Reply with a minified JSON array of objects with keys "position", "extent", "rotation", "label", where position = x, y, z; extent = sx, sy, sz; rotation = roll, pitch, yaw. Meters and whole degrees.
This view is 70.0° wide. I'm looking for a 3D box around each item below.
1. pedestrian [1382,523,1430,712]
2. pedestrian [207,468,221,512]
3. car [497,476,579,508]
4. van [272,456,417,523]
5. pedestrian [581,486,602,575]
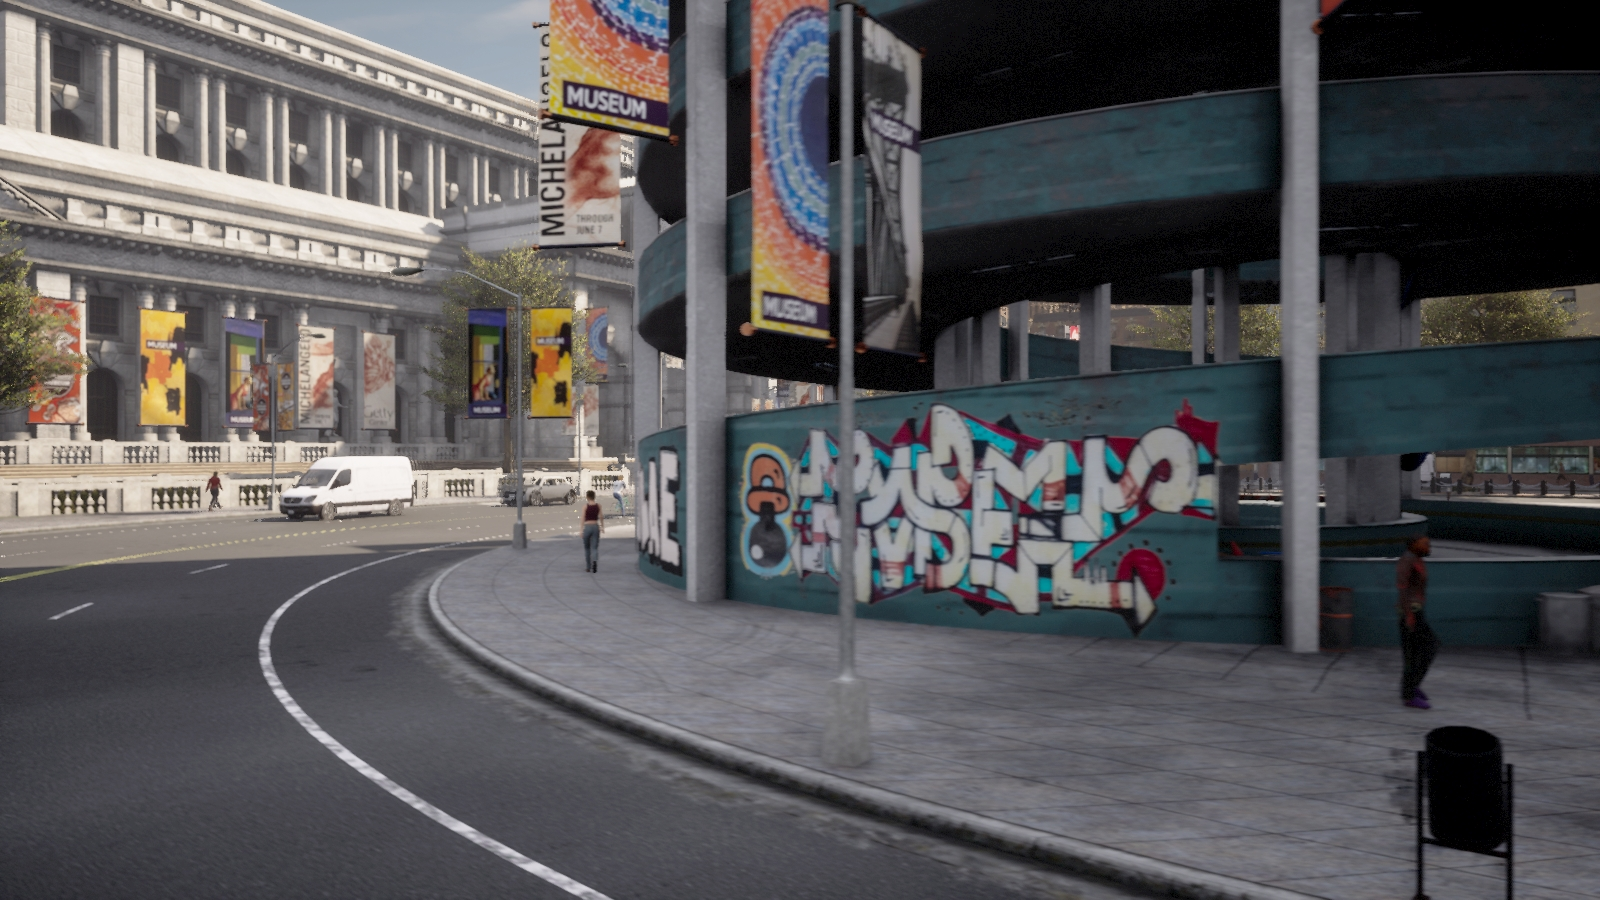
[{"position":[6.232,1.699,11.744],"extent":[0.375,1.860,0.375],"rotation":[0,0,39],"label":"pedestrian"},{"position":[-25.349,1.731,49.418],"extent":[0.375,1.860,0.375],"rotation":[0,0,3],"label":"pedestrian"},{"position":[-13.318,2.097,58.234],"extent":[1.970,1.475,3.806],"rotation":[0,0,32],"label":"car"},{"position":[-18.880,1.565,47.727],"extent":[1.988,2.561,5.915],"rotation":[0,0,24],"label":"van"},{"position":[-4.461,1.710,24.414],"extent":[0.375,1.860,0.375],"rotation":[0,0,-20],"label":"pedestrian"}]
